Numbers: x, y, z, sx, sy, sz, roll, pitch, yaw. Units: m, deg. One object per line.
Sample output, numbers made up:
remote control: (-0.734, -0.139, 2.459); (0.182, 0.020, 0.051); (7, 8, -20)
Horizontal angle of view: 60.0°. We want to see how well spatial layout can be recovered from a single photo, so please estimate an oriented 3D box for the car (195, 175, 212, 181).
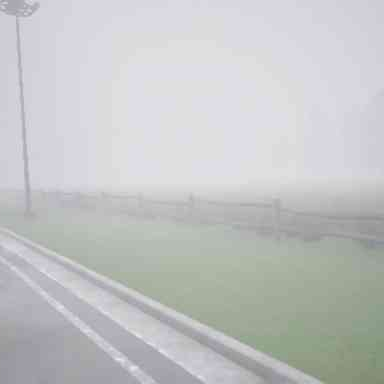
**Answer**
car: (2.739, -3.190, 81.225); (1.932, 1.855, 4.605); (-5, 4, -40)
